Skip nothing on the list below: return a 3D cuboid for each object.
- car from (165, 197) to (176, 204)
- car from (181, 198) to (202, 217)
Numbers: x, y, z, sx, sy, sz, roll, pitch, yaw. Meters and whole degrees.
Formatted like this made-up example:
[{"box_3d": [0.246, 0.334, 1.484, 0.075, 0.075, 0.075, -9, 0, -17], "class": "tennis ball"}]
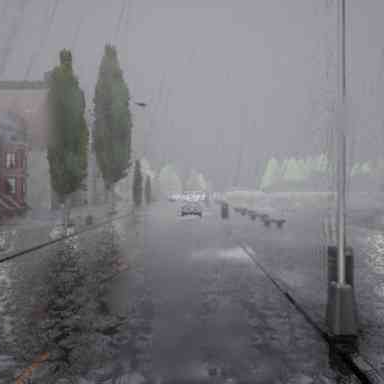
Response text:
[{"box_3d": [-4.023, 1.567, 63.672, 1.895, 1.301, 4.718, 0, 0, 0], "class": "car"}, {"box_3d": [-0.011, 1.541, 30.629, 2.033, 1.411, 5.357, 0, 0, 0], "class": "car"}]
